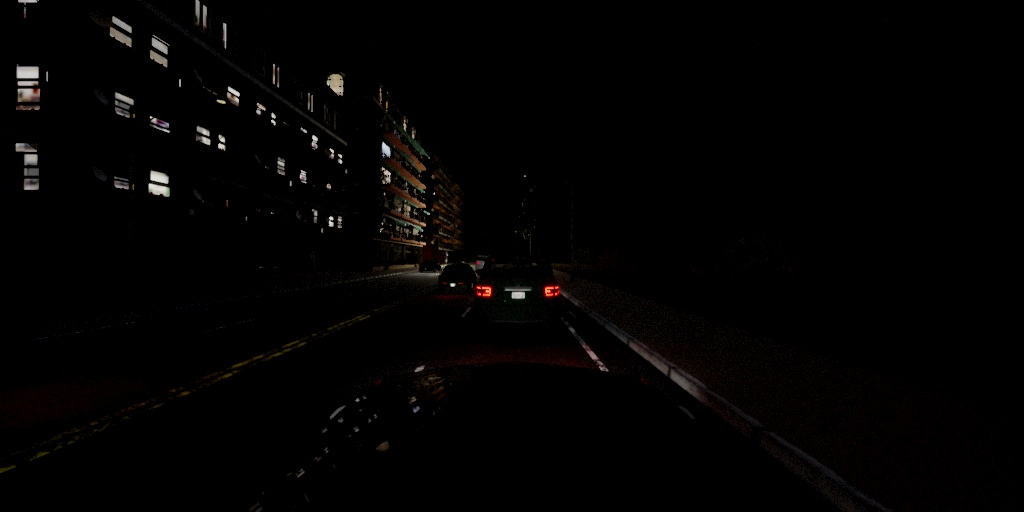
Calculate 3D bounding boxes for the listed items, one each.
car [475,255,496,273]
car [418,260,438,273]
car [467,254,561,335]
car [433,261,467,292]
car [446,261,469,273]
[{"bbox_3d":[-3.152,0.969,43.273,2.150,2.045,5.566,0,0,0],"label":"car"},{"bbox_3d":[-9.853,1.256,43.180,1.837,1.490,4.892,0,0,0],"label":"car"},{"bbox_3d":[0.100,0.973,10.715,2.150,2.045,5.566,0,0,-1],"label":"car"},{"bbox_3d":[-3.152,1.259,21.494,1.837,1.490,4.892,0,1,0],"label":"car"},{"bbox_3d":[-6.604,1.298,43.912,2.033,1.411,5.357,0,0,0],"label":"car"}]
